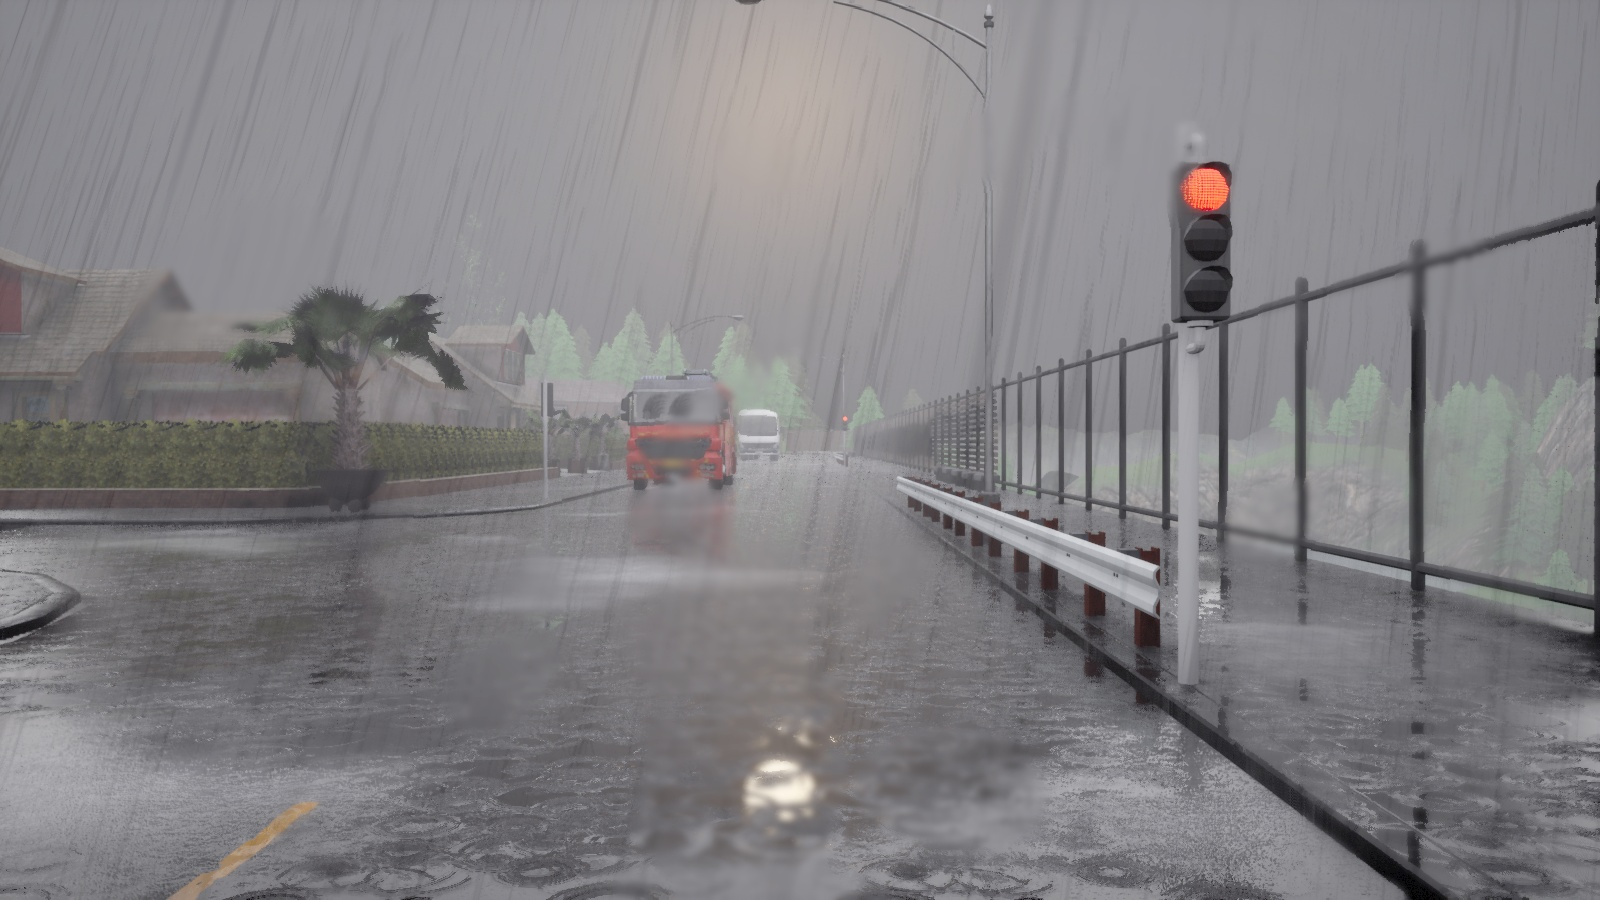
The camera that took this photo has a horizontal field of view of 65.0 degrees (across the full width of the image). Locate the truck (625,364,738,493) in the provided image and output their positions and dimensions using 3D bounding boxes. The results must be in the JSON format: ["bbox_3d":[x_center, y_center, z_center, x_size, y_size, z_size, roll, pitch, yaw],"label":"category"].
[{"bbox_3d":[-3.747,-0.656,41.568,2.891,3.827,8.468,0,0,0],"label":"truck"}]
